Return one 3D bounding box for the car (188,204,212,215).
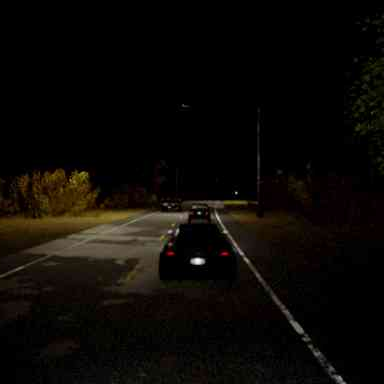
[{"bbox_3d":[0.668,1.685,28.099,2.033,1.411,5.357,0,0,2],"label":"car"}]

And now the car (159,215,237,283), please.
[{"bbox_3d":[0.167,1.617,9.886,1.994,1.385,4.181,0,0,1],"label":"car"}]

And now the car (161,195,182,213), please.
[{"bbox_3d":[-2.419,1.410,40.603,2.150,2.045,5.566,0,0,3],"label":"car"}]
